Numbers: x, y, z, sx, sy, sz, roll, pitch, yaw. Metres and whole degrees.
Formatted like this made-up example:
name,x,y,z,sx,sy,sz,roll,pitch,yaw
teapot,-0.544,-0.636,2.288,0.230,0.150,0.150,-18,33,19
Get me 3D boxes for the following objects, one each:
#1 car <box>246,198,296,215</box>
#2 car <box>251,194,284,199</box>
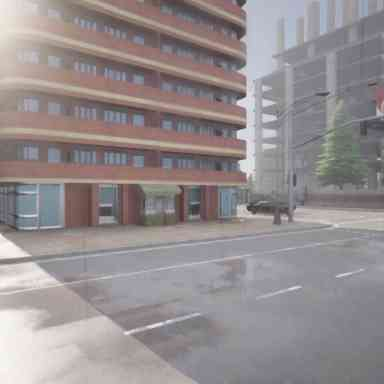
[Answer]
name,x,y,z,sx,sy,sz,roll,pitch,yaw
car,7.662,1.601,32.699,1.895,1.301,4.718,0,0,-36
car,8.819,1.222,37.042,2.150,2.045,5.566,0,0,-36
